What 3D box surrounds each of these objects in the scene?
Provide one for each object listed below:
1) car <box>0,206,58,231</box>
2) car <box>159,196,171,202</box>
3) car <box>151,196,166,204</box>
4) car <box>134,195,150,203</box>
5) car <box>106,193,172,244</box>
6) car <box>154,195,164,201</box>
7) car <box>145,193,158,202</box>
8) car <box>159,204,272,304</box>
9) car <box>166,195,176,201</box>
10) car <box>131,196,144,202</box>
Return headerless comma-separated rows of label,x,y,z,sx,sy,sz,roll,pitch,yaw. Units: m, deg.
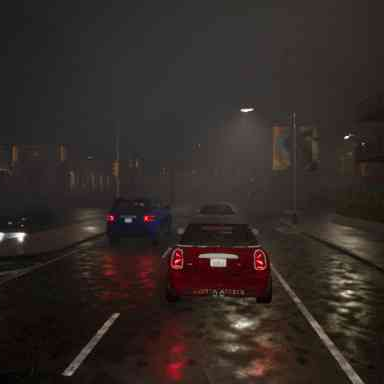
car,-10.096,1.570,20.706,1.994,1.385,4.181,0,0,4
car,-6.056,1.556,75.645,1.994,1.385,4.181,0,0,4
car,-6.727,1.495,66.766,2.128,1.511,4.902,0,0,5
car,-10.134,1.495,67.954,2.128,1.511,4.902,0,0,4
car,-2.324,1.222,15.870,2.150,2.045,5.566,0,0,4
car,-8.682,1.557,87.669,1.994,1.385,4.181,0,0,4
car,-9.415,1.229,77.693,2.150,2.045,5.566,0,0,4
car,0.648,1.352,8.393,2.097,1.767,4.553,0,0,4
car,-5.320,1.528,85.659,1.812,1.442,4.674,0,0,4
car,-12.666,1.598,77.795,1.895,1.301,4.718,0,0,4
